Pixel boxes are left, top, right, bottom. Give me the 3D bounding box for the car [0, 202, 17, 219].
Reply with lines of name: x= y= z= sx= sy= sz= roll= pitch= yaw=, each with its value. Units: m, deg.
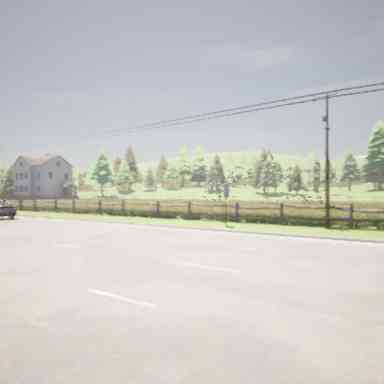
car: x=-17.164 y=1.600 z=28.964 sx=4.902 sy=1.511 sz=2.128 roll=0 pitch=0 yaw=35
